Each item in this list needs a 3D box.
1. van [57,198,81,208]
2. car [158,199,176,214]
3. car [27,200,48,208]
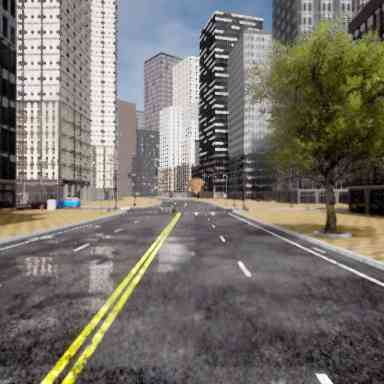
[{"bbox_3d":[-22.656,1.985,61.446,3.998,1.788,1.690,0,0,1],"label":"van"},{"bbox_3d":[-3.257,1.922,44.397,2.097,1.767,4.553,0,-1,0],"label":"car"},{"bbox_3d":[-28.195,2.164,61.490,4.507,1.381,1.887,0,-1,1],"label":"car"}]
